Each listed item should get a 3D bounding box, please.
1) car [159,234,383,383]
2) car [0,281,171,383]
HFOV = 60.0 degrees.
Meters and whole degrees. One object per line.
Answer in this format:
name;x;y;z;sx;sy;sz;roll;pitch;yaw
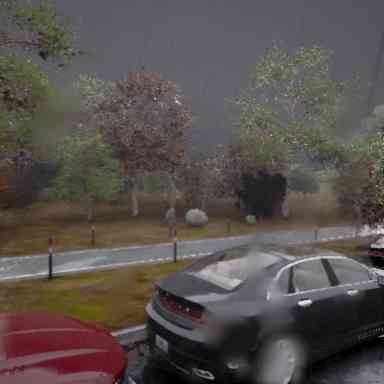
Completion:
car;1.674;1.564;5.253;4.892;1.521;2.231;1;-1;-33
car;-2.846;1.501;2.023;5.008;1.535;2.097;0;0;-33
